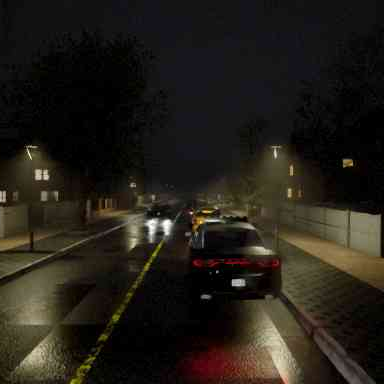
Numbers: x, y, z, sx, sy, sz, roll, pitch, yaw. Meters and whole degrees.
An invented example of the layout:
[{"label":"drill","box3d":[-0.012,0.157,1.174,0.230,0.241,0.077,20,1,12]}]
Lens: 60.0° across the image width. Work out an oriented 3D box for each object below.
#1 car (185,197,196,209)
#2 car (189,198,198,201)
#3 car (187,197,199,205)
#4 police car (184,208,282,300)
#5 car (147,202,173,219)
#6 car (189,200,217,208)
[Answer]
[{"label":"car","box3d":[0.120,1.489,45.090,2.128,1.511,4.902,0,0,1]},{"label":"car","box3d":[0.878,1.459,24.650,1.801,1.575,5.366,0,0,0]},{"label":"car","box3d":[0.130,1.536,58.446,2.033,1.411,5.357,0,0,0]},{"label":"police car","box3d":[0.842,1.427,8.567,1.930,1.638,5.238,0,0,0]},{"label":"car","box3d":[-2.688,1.567,28.696,1.994,1.385,4.181,0,0,0]},{"label":"car","box3d":[0.865,1.458,18.650,1.801,1.575,5.366,0,0,0]}]
